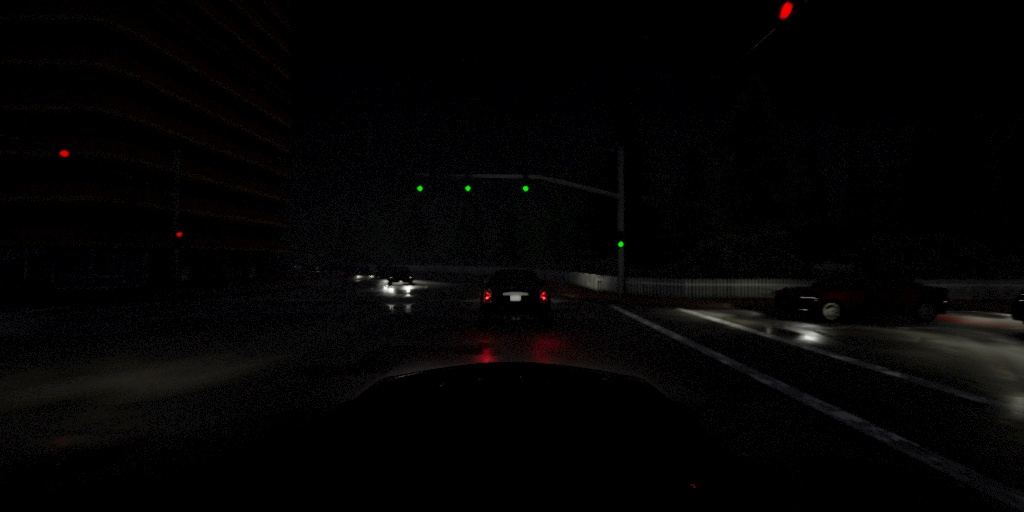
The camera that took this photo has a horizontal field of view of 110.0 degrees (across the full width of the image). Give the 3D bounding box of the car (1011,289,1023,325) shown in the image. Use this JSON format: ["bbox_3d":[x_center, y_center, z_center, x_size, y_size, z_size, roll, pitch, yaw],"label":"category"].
[{"bbox_3d":[16.360,1.093,8.943,5.566,2.045,2.150,0,-1,0],"label":"car"}]

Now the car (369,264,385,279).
[{"bbox_3d":[-13.281,1.569,37.979,2.128,1.511,4.902,0,-1,-33],"label":"car"}]

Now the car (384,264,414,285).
[{"bbox_3d":[-9.011,1.536,28.979,2.033,1.411,5.357,0,-1,-18],"label":"car"}]

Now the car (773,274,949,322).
[{"bbox_3d":[11.930,1.380,12.471,5.008,1.535,1.882,0,-1,0],"label":"car"}]

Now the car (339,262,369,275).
[{"bbox_3d":[-19.832,1.630,45.986,5.008,1.535,1.882,0,-1,43],"label":"car"}]

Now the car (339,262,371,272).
[{"bbox_3d":[-25.588,1.755,58.569,5.008,1.535,1.882,0,-1,23],"label":"car"}]

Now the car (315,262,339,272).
[{"bbox_3d":[-27.756,1.748,55.716,4.892,1.490,1.837,0,-1,23],"label":"car"}]

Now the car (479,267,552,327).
[{"bbox_3d":[0.091,1.217,12.141,2.097,1.767,4.553,0,-1,0],"label":"car"}]

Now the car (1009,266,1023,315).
[{"bbox_3d":[20.949,1.269,12.407,4.553,1.767,2.097,0,-1,0],"label":"car"}]
